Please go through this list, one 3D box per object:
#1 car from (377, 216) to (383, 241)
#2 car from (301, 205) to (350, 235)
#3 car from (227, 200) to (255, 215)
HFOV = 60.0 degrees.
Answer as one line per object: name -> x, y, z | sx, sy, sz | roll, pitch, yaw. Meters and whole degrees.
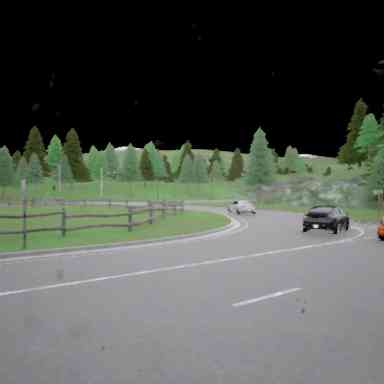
car -> 10.793, 1.401, 15.747 | 4.553, 1.767, 2.097 | 0, 0, -36
car -> 7.888, 1.553, 19.458 | 1.837, 1.490, 4.892 | 2, 1, 35
car -> 5.184, 1.593, 35.209 | 1.812, 1.442, 4.674 | 0, 0, -11
